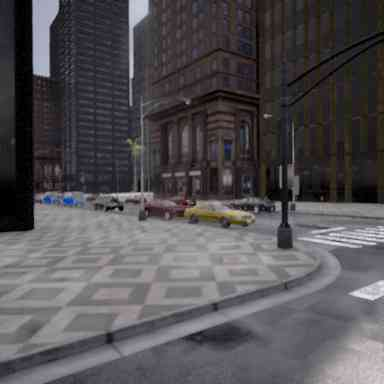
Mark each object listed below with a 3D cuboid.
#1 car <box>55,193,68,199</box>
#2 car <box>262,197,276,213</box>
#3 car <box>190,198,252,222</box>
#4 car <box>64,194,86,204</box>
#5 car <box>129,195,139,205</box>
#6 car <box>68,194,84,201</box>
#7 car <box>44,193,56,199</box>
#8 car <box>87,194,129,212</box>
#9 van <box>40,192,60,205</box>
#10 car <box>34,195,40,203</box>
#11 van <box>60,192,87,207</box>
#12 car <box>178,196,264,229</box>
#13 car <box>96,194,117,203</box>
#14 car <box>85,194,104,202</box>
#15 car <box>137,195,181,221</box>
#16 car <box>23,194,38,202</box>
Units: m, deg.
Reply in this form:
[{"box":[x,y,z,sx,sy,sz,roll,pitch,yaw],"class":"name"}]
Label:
[{"box":[-29.935,0.996,76.111,1.802,1.307,4.206,0,0,-36],"class":"car"},{"box":[5.070,1.073,28.130,2.008,1.369,4.403,-1,0,-36],"class":"car"},{"box":[1.889,1.148,22.714,1.994,1.385,4.181,-1,1,-36],"class":"car"},{"box":[-17.332,1.019,49.055,1.812,1.442,4.674,-1,0,-36],"class":"car"},{"box":[-7.659,1.065,45.577,1.802,1.307,4.206,-1,0,-36],"class":"car"},{"box":[-23.571,1.006,67.386,1.947,1.339,4.313,-1,0,-36],"class":"car"},{"box":[-36.301,0.941,84.837,1.947,1.339,4.313,0,0,-36],"class":"car"},{"box":[-8.022,1.142,31.612,1.947,1.339,4.313,-1,0,-36],"class":"car"},{"box":[-20.521,0.885,48.739,1.690,1.788,3.998,-1,0,-36],"class":"van"},{"box":[-23.644,1.117,53.022,1.802,1.307,4.206,-1,0,-36],"class":"car"},{"box":[-14.272,0.901,40.174,1.690,1.788,3.998,-1,0,-36],"class":"van"},{"box":[1.450,1.138,18.630,1.752,1.417,4.829,0,0,-36],"class":"car"},{"box":[-14.024,1.011,54.300,1.887,1.381,4.507,-1,0,-36],"class":"car"},{"box":[-17.206,1.024,58.662,1.947,1.339,4.313,-1,0,-36],"class":"car"},{"box":[-1.775,1.144,23.049,1.887,1.381,4.507,0,0,-36],"class":"car"},{"box":[-29.893,1.100,61.587,1.802,1.307,4.206,-1,0,-36],"class":"car"}]
